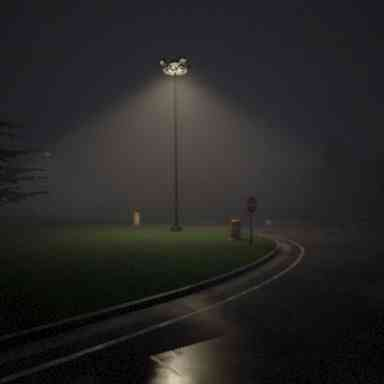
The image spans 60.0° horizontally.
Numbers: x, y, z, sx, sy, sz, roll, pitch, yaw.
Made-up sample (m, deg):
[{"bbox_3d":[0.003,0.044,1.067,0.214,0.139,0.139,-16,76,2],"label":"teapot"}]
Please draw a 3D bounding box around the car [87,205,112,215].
[{"bbox_3d":[-15.449,3.022,55.276,1.882,1.535,5.008,0,-2,-33],"label":"car"}]

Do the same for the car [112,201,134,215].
[{"bbox_3d":[-12.448,2.786,57.100,2.150,2.045,5.566,0,-2,-31],"label":"car"}]

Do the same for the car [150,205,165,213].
[{"bbox_3d":[-6.760,3.098,61.175,1.882,1.535,5.008,0,-2,-33],"label":"car"}]

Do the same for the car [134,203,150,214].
[{"bbox_3d":[-9.737,3.124,59.336,1.812,1.442,4.674,0,-2,-32],"label":"car"}]

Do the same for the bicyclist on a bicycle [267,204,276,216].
[{"bbox_3d":[10.199,2.311,42.811,1.656,1.620,0.582,0,-2,-33],"label":"bicyclist on a bicycle"}]

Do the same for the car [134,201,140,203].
[{"bbox_3d":[-12.528,2.946,69.813,2.150,2.045,5.566,0,-2,-33],"label":"car"}]

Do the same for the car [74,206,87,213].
[{"bbox_3d":[-21.267,3.362,63.985,2.033,1.411,5.357,0,-2,-33],"label":"car"}]

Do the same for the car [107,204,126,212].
[{"bbox_3d":[-15.429,3.221,67.850,2.128,1.511,4.902,0,-2,-33],"label":"car"}]

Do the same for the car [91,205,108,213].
[{"bbox_3d":[-18.348,3.317,65.917,1.882,1.535,5.008,0,-2,-33],"label":"car"}]
